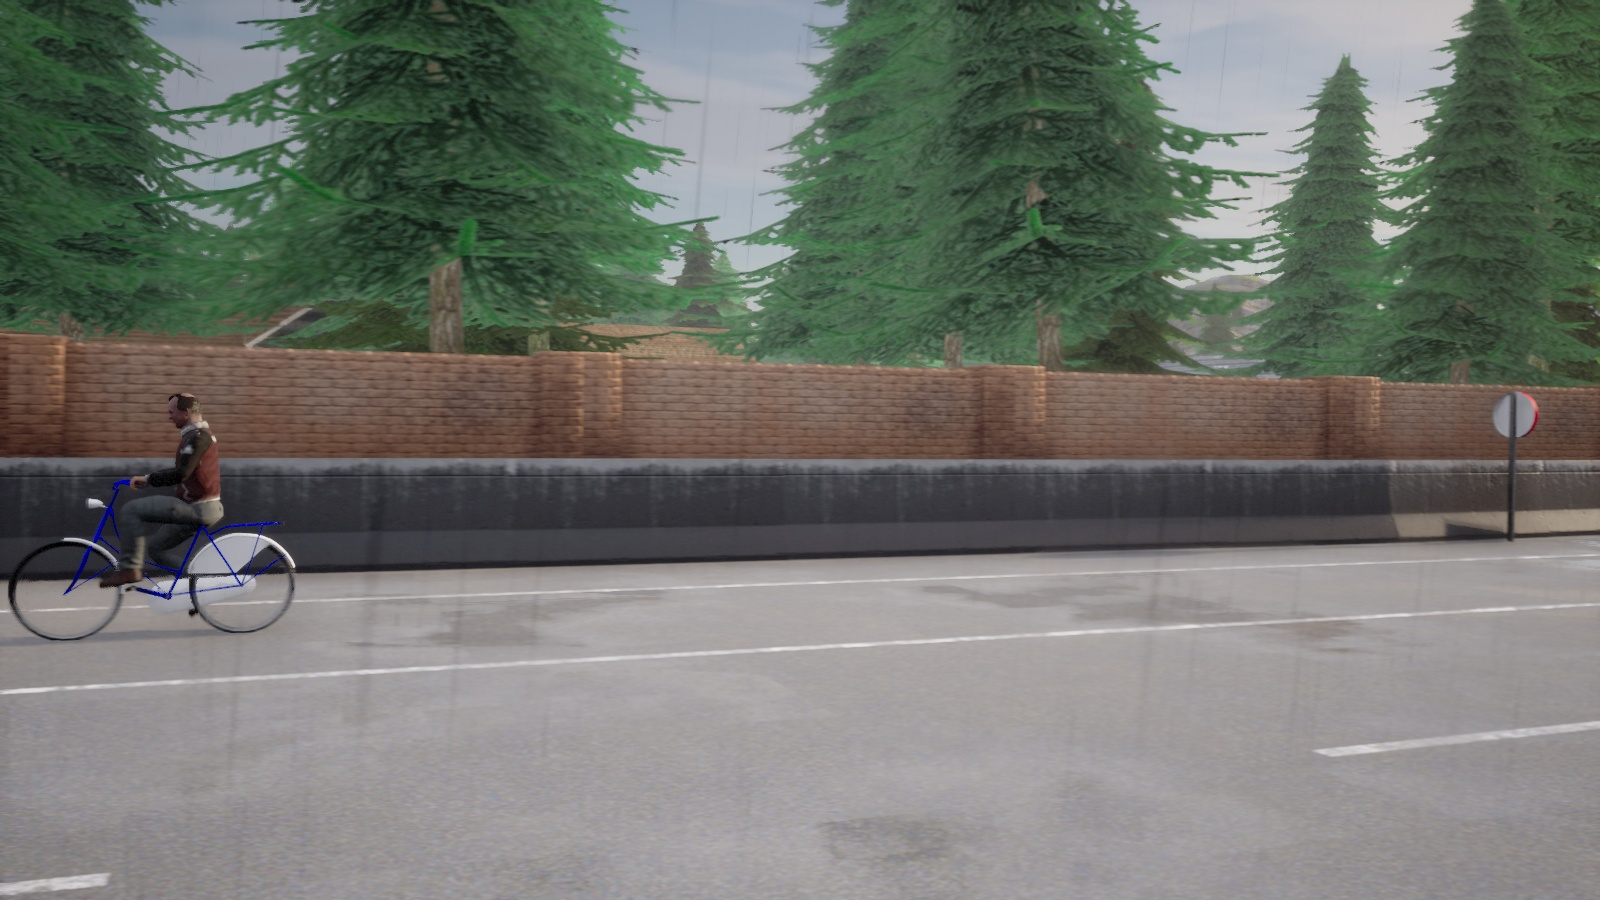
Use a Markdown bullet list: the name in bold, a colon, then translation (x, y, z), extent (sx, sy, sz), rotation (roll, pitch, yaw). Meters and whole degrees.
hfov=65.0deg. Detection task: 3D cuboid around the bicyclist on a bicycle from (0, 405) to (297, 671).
- **bicyclist on a bicycle**: translation (-4.604, 0.572, 8.977), extent (1.843, 1.776, 0.659), rotation (-1, 1, -21)
